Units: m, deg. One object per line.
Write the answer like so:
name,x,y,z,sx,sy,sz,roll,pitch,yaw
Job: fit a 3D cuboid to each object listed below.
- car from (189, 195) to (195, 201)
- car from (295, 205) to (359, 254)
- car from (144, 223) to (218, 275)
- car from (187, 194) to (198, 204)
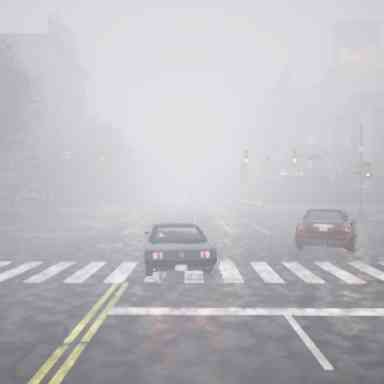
car,0.051,1.729,94.858,1.837,1.490,4.892,0,0,0
car,5.818,1.387,14.106,2.097,1.767,4.553,0,0,28
car,-0.563,1.627,10.580,1.895,1.301,4.718,0,0,-8
car,0.126,1.387,68.691,2.150,2.045,5.566,0,0,0
